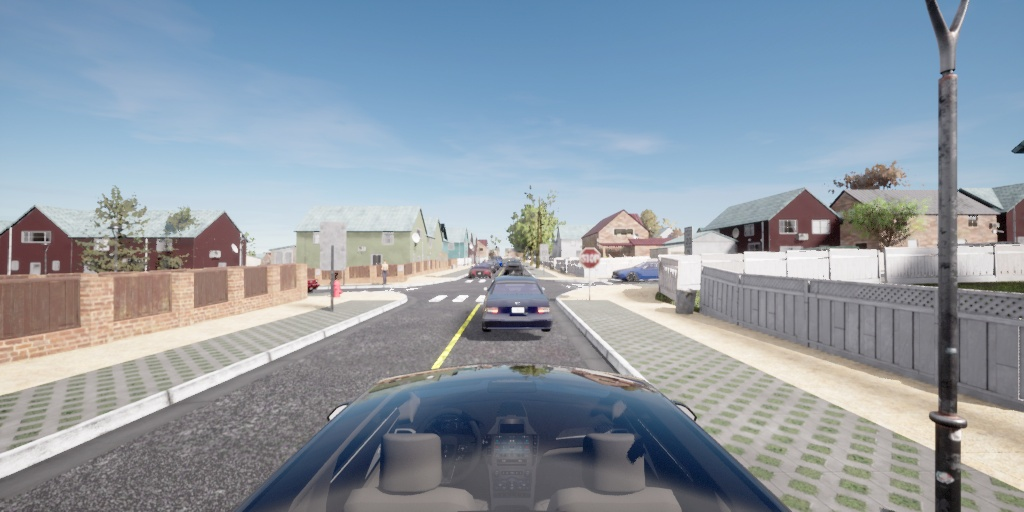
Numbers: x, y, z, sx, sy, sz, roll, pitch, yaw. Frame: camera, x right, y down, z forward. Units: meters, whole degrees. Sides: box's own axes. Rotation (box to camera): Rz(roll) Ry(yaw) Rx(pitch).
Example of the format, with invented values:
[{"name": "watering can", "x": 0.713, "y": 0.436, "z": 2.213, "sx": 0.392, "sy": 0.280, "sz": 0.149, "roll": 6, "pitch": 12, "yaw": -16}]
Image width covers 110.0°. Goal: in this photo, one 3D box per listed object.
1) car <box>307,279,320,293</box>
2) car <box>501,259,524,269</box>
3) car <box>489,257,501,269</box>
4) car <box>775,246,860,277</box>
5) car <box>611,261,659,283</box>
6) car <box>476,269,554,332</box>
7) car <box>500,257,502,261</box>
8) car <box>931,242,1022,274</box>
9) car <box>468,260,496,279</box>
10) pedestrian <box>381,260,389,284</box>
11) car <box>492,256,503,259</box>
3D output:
[{"name": "car", "x": -14.088, "y": 1.671, "z": 21.237, "sx": 4.718, "sy": 1.301, "sz": 1.895, "roll": -2, "pitch": -1, "yaw": 1}, {"name": "car", "x": 0.164, "y": 1.254, "z": 36.697, "sx": 1.837, "sy": 1.490, "sz": 4.892, "roll": 0, "pitch": 0, "yaw": 0}, {"name": "car", "x": -2.782, "y": 1.240, "z": 41.739, "sx": 2.128, "sy": 1.511, "sz": 4.902, "roll": 0, "pitch": 0, "yaw": 0}, {"name": "car", "x": 20.681, "y": 0.408, "z": 24.373, "sx": 5.566, "sy": 2.045, "sz": 2.150, "roll": -2, "pitch": -1, "yaw": 0}, {"name": "car", "x": 9.598, "y": 1.034, "z": 24.424, "sx": 5.357, "sy": 1.411, "sz": 2.033, "roll": -2, "pitch": -1, "yaw": 3}, {"name": "car", "x": 0.090, "y": 1.299, "z": 10.820, "sx": 2.033, "sy": 1.411, "sz": 5.357, "roll": 0, "pitch": 0, "yaw": -1}, {"name": "car", "x": -2.764, "y": 1.271, "z": 51.607, "sx": 1.812, "sy": 1.442, "sz": 4.674, "roll": 0, "pitch": 0, "yaw": 0}, {"name": "car", "x": 31.399, "y": 0.120, "z": 24.408, "sx": 5.566, "sy": 2.045, "sz": 2.150, "roll": -2, "pitch": -1, "yaw": 0}, {"name": "car", "x": -2.801, "y": 1.314, "z": 32.772, "sx": 1.994, "sy": 1.385, "sz": 4.181, "roll": 0, "pitch": 0, "yaw": 0}, {"name": "pedestrian", "x": -9.651, "y": 1.210, "z": 27.146, "sx": 0.375, "sy": 1.860, "sz": 0.375, "roll": 0, "pitch": 0, "yaw": 0}, {"name": "car", "x": -2.723, "y": 0.961, "z": 62.312, "sx": 2.150, "sy": 2.045, "sz": 5.566, "roll": 0, "pitch": 0, "yaw": 0}]
